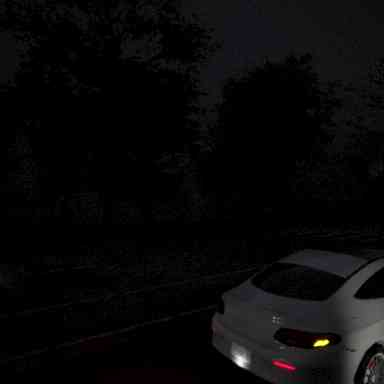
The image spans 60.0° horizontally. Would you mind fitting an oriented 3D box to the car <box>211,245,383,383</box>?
[{"bbox_3d":[2.390,1.522,4.836,4.674,1.442,1.812,0,0,-35],"label":"car"}]
